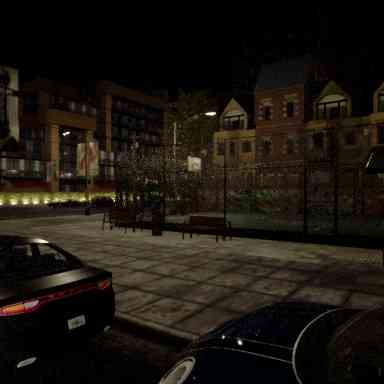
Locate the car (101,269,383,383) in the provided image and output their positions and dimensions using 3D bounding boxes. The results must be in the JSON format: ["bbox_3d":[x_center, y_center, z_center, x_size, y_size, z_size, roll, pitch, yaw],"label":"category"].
[{"bbox_3d":[1.858,1.354,1.986,4.553,1.767,2.185,0,0,35],"label":"car"}]

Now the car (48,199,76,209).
[{"bbox_3d":[-17.189,1.601,45.544,1.895,1.301,4.718,0,0,35],"label":"car"}]

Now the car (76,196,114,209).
[{"bbox_3d":[-12.904,1.351,45.571,2.097,1.767,4.553,0,0,35],"label":"car"}]

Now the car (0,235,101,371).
[{"bbox_3d":[-3.469,1.480,5.582,5.008,1.535,2.097,0,0,35],"label":"car"}]
